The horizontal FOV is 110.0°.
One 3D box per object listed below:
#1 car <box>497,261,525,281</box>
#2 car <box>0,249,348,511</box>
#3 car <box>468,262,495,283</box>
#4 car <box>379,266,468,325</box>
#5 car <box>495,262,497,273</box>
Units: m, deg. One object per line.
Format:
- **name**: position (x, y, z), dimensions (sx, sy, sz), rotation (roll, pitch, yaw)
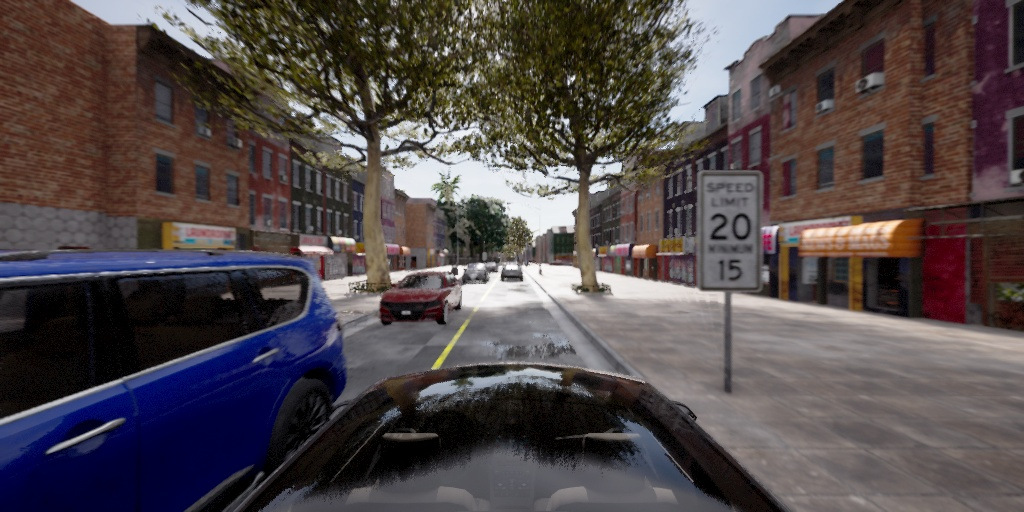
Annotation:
- **car**: position (0.002, 1.421, 31.975), dimensions (1.994, 1.385, 4.181), rotation (0, 0, 1)
- **car**: position (-2.855, 0.972, 1.645), dimensions (2.150, 2.045, 5.566), rotation (0, 0, 0)
- **car**: position (-2.816, 1.334, 28.733), dimensions (2.128, 1.511, 4.902), rotation (0, 0, 0)
- **car**: position (-2.850, 1.255, 12.160), dimensions (1.882, 1.535, 5.008), rotation (0, 0, 0)
- **car**: position (-2.761, 1.531, 48.132), dimensions (2.033, 1.411, 5.357), rotation (0, 0, 0)
